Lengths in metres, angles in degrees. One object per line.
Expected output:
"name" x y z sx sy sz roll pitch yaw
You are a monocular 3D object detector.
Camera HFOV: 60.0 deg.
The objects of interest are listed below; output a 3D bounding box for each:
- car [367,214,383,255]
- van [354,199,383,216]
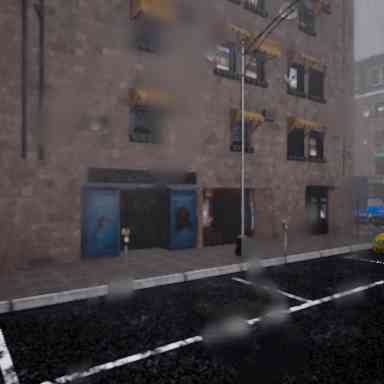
"car" 8.678 1.661 12.754 4.829 1.417 1.752 1 -1 -35
"van" 17.200 1.602 33.654 1.690 1.788 3.998 0 0 -36
